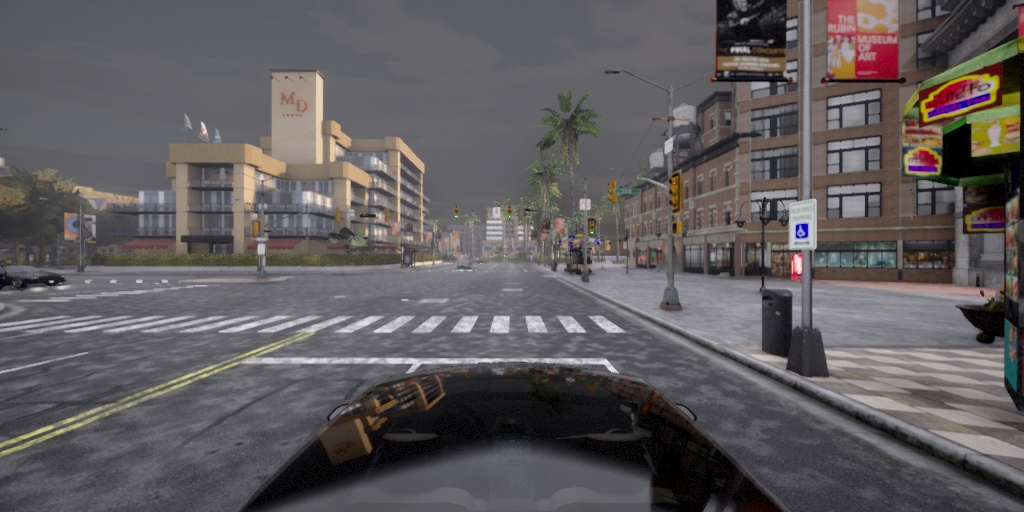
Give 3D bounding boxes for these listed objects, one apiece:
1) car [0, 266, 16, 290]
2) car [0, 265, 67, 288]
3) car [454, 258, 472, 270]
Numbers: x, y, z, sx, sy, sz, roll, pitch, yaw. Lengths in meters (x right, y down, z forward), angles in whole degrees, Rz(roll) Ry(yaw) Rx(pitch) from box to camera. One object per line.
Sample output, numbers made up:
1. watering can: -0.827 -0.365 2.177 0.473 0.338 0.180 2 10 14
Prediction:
1. car: -31.098 1.345 19.726 4.718 1.301 1.895 0 0 0
2. car: -32.483 1.291 23.218 5.357 1.411 2.033 0 0 0
3. car: -6.916 1.307 52.665 1.837 1.490 4.892 0 1 0
